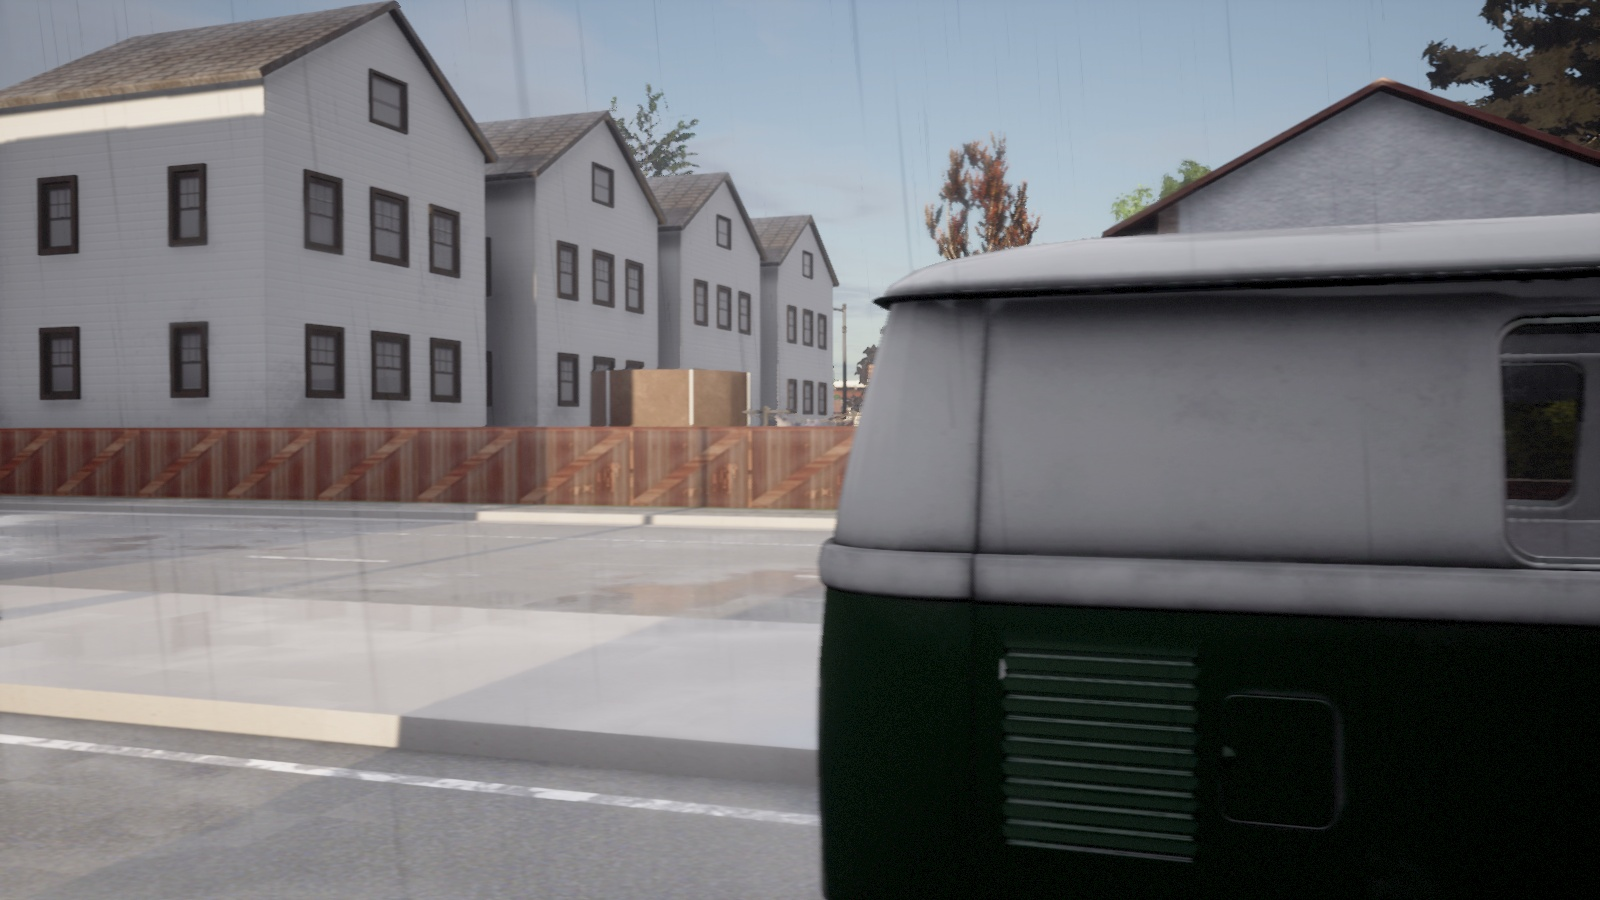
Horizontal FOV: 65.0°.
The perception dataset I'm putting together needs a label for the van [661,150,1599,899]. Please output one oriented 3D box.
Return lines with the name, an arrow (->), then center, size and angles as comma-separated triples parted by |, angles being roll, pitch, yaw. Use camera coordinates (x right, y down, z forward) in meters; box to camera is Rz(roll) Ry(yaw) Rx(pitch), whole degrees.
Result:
van -> 2.129, 0.548, 2.474 | 4.442, 1.987, 1.775 | 1, 1, 19
